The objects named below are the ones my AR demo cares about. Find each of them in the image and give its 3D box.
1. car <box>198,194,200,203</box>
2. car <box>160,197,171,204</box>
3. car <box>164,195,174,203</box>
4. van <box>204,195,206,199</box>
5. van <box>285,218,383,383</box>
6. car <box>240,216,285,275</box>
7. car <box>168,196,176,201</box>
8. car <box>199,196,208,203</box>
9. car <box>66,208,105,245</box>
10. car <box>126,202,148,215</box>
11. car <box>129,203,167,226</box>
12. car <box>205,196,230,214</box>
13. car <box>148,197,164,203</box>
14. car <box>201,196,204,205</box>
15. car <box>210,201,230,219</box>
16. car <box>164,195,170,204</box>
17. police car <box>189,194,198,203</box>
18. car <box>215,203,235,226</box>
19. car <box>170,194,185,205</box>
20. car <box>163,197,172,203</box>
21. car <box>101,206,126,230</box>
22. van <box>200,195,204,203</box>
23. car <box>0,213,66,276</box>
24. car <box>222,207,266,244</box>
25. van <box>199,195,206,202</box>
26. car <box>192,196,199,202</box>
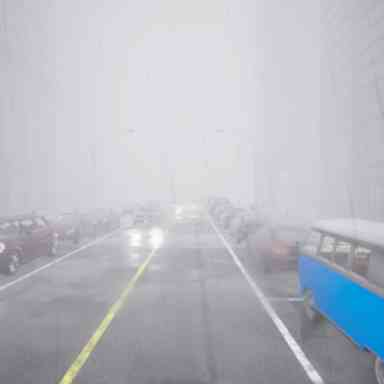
[{"bbox_3d":[2.809,1.744,72.297,1.967,1.590,4.097,0,0,0],"label":"car"},{"bbox_3d":[-5.717,1.870,72.293,1.947,1.339,4.313,0,0,0],"label":"car"},{"bbox_3d":[-5.709,1.672,83.567,2.192,1.841,5.009,0,0,0],"label":"car"},{"bbox_3d":[2.792,1.519,44.115,1.690,1.788,3.998,0,0,0],"label":"van"},{"bbox_3d":[2.768,1.358,4.658,1.690,1.788,3.998,0,0,0],"label":"van"},{"bbox_3d":[2.770,1.620,10.294,1.802,1.307,4.206,0,0,0],"label":"car"},{"bbox_3d":[-5.702,1.849,94.839,1.967,1.590,4.097,0,0,0],"label":"car"},{"bbox_3d":[2.816,1.797,83.570,1.967,1.590,4.097,0,0,0],"label":"car"},{"bbox_3d":[-5.751,1.642,15.930,1.802,1.307,4.206,0,0,0],"label":"car"},{"bbox_3d":[-5.741,1.712,32.840,1.802,1.307,4.206,0,0,0],"label":"car"},{"bbox_3d":[-3.087,1.695,24.411,1.895,1.301,4.718,0,0,0],"label":"car"},{"bbox_3d":[2.785,1.445,32.841,2.192,1.841,5.009,0,0,0],"label":"car"},{"bbox_3d":[-5.730,1.767,49.749,1.947,1.339,4.313,0,0,0],"label":"car"},{"bbox_3d":[2.795,1.752,49.751,2.008,1.369,4.403,0,0,0],"label":"car"},{"bbox_3d":[2.781,1.672,27.204,1.947,1.339,4.313,0,0,0],"label":"car"},{"bbox_3d":[-5.723,1.692,61.022,1.967,1.590,4.097,0,0,0],"label":"car"},{"bbox_3d":[0.949,1.769,80.752,1.930,1.638,5.238,0,0,0],"label":"police car"},{"bbox_3d":[2.777,1.649,21.567,1.947,1.339,4.313,0,0,0],"label":"car"},{"bbox_3d":[-2.972,1.752,66.209,1.882,1.535,5.008,0,0,0],"label":"car"},{"bbox_3d":[-5.713,1.875,77.929,1.887,1.381,4.507,0,0,0],"label":"car"},{"bbox_3d":[-5.748,1.665,21.567,1.802,1.307,4.206,0,0,0],"label":"car"},{"bbox_3d":[2.802,1.593,61.024,1.690,1.788,3.998,0,0,0],"label":"van"},{"bbox_3d":[-5.754,1.478,10.295,1.967,1.590,4.097,0,0,0],"label":"car"},{"bbox_3d":[2.774,1.611,15.931,2.008,1.369,4.403,0,0,0],"label":"car"},{"bbox_3d":[2.820,1.724,89.207,1.690,1.788,3.998,0,0,0],"label":"van"},{"bbox_3d":[0.955,1.895,90.642,1.837,1.490,4.892,0,0,0],"label":"car"}]
